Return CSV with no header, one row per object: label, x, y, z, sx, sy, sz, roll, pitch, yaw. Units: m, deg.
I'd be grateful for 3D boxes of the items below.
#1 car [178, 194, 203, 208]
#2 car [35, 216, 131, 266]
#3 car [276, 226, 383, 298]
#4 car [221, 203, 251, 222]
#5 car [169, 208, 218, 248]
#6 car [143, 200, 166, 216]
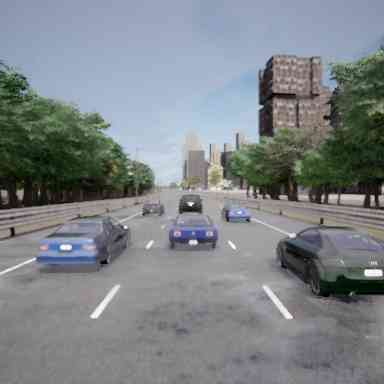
car,-0.152,1.227,31.665,2.150,2.045,5.566,0,0,-1
car,-3.441,1.549,11.555,2.033,1.411,5.357,0,0,0
car,3.571,1.564,8.564,1.994,1.385,4.181,0,0,0
car,3.421,1.550,26.516,2.033,1.411,5.357,0,0,-1
car,0.036,1.602,14.721,1.895,1.301,4.718,0,0,0
car,-3.665,1.498,32.465,2.128,1.511,4.902,0,0,-1
